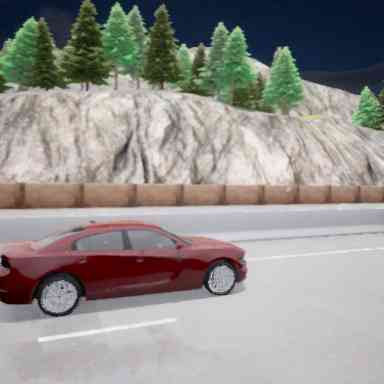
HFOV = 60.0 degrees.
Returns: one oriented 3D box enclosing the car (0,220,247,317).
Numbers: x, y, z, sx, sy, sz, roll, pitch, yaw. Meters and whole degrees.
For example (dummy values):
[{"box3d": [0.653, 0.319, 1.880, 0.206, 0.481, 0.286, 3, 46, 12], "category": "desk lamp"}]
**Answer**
[{"box3d": [-1.230, 1.329, 6.976, 5.008, 1.535, 1.882, 0, 1, -21], "category": "car"}]
